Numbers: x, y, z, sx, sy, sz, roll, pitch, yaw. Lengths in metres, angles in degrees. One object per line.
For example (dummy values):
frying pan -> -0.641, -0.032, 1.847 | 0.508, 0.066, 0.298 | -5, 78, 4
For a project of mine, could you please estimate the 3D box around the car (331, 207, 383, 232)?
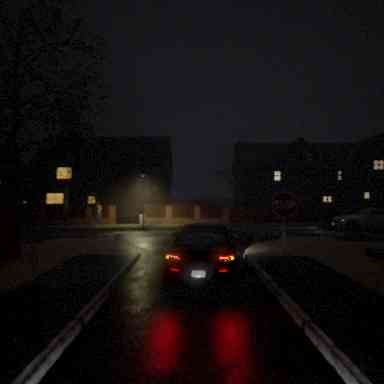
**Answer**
car -> 11.116, 1.685, 20.679 | 4.674, 1.442, 1.812 | 0, -2, 1

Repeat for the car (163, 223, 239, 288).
car -> 0.341, 1.608, 9.405 | 1.812, 1.442, 4.674 | 0, 0, 5

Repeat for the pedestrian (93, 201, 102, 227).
pedestrian -> -6.736, 1.564, 23.812 | 0.375, 1.860, 0.375 | 0, -1, 1
